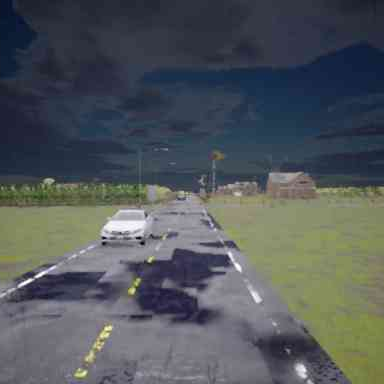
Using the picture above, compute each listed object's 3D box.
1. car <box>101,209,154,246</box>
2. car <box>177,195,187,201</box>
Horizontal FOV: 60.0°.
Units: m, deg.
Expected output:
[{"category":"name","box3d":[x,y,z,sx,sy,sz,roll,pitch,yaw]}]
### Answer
[{"category":"car","box3d":[-2.840,1.529,15.486,1.812,1.442,4.674,0,0,0]},{"category":"car","box3d":[-2.709,1.580,85.128,1.882,1.535,5.008,0,0,0]}]
